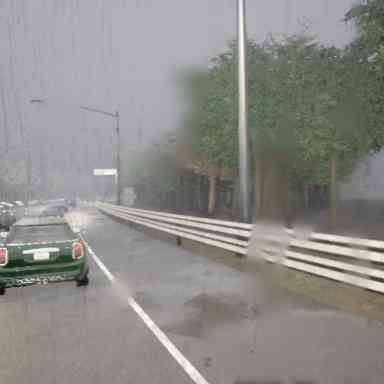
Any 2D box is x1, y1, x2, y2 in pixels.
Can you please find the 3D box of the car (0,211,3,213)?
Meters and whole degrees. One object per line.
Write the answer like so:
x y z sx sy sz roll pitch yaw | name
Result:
-13.684 2.013 23.471 1.994 1.385 4.181 -1 0 -21 | car

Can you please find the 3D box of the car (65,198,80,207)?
-24.101 2.167 66.013 2.150 2.045 5.566 -1 0 -15 | car

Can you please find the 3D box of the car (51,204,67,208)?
-12.075 2.015 28.725 1.994 1.385 4.181 -1 0 -21 | car

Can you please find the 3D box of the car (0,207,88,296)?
-4.274 1.511 9.519 2.097 1.767 4.553 -1 0 -24 | car

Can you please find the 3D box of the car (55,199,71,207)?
-17.918 2.160 45.336 1.882 1.535 5.008 -1 0 -18 | car

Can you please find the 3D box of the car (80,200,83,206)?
-28.281 2.718 83.116 1.895 1.301 4.718 -1 0 -12 | car
